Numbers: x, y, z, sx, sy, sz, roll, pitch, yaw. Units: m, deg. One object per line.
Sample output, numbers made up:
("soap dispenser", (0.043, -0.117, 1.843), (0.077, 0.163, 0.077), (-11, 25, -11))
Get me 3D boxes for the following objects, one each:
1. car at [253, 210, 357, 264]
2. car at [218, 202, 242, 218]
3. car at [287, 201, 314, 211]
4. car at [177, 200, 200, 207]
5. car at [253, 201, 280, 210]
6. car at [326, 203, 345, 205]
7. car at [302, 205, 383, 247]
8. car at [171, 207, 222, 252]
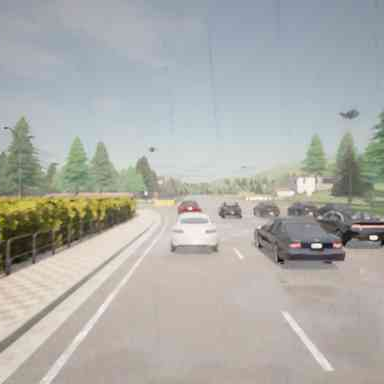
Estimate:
("car", (3.596, 1.612, 12.091), (2.033, 1.411, 5.357), (0, 0, 0))
("car", (3.599, 1.661, 31.980), (2.128, 1.511, 4.902), (0, 0, 0))
("car", (10.599, 1.674, 32.080), (1.837, 1.490, 4.892), (0, 0, 0))
("car", (-0.303, 1.520, 31.709), (2.097, 1.767, 4.553), (0, 0, -4))
("car", (7.099, 1.674, 32.038), (1.837, 1.490, 4.892), (0, 0, 0))
("car", (14.099, 1.737, 32.826), (1.994, 1.385, 4.181), (0, 0, 0))
("car", (7.097, 1.574, 15.407), (2.128, 1.511, 4.902), (0, 0, 0))
("car", (0.090, 1.602, 14.258), (1.812, 1.442, 4.674), (0, 0, 0))
